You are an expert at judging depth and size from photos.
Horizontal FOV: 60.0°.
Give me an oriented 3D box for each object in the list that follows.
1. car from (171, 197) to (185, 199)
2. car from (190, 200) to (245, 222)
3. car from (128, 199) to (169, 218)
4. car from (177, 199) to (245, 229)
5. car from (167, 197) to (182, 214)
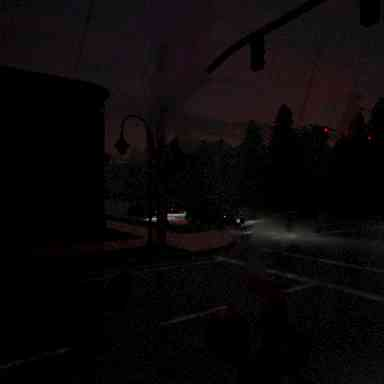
[{"bbox_3d":[-2.287,1.353,39.985,2.097,1.767,4.553,0,0,-35],"label":"car"},{"bbox_3d":[1.991,1.506,27.428,1.837,1.490,4.892,0,0,-35],"label":"car"},{"bbox_3d":[-4.198,1.564,30.186,1.994,1.385,4.181,0,0,-35],"label":"car"},{"bbox_3d":[1.401,1.492,22.165,2.128,1.511,4.902,0,0,-35],"label":"car"},{"bbox_3d":[-3.091,1.565,34.726,1.994,1.385,4.181,0,0,-35],"label":"car"}]
